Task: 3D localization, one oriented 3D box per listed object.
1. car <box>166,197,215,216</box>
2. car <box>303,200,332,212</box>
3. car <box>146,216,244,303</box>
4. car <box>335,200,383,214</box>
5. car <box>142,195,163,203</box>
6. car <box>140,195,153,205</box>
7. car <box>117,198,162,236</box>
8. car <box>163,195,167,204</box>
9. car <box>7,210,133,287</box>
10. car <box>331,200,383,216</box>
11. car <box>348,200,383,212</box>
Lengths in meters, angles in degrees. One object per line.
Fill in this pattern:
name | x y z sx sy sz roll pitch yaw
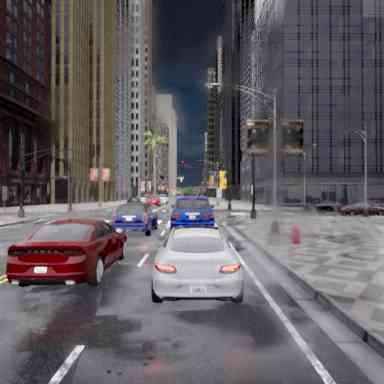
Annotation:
car | 0.044 1.253 17.791 2.150 2.045 5.566 0 0 1
car | 15.224 1.653 38.700 4.313 1.339 1.947 0 0 -1
car | 0.107 1.532 8.089 1.812 1.442 4.674 0 0 0
car | 17.982 1.610 35.983 4.181 1.385 1.994 0 -1 -1
car | -6.524 1.472 55.689 2.150 2.045 5.566 0 0 0
car | -9.677 1.589 70.967 2.150 2.045 5.566 0 0 0
car | -3.131 1.387 18.688 2.097 1.767 4.553 0 0 0
car | -6.425 1.595 71.721 2.150 2.045 5.566 0 0 0
car | -3.142 1.486 9.397 1.882 1.535 5.008 0 0 0
car | 15.345 1.570 30.176 4.206 1.307 1.802 0 0 -1
car | 20.864 1.634 38.781 4.313 1.339 1.947 0 0 -1
